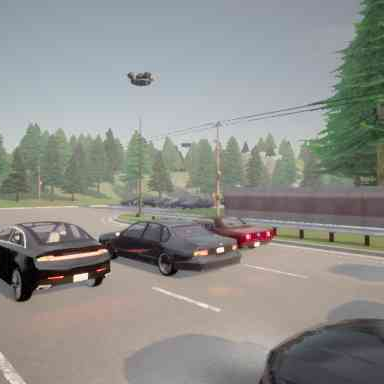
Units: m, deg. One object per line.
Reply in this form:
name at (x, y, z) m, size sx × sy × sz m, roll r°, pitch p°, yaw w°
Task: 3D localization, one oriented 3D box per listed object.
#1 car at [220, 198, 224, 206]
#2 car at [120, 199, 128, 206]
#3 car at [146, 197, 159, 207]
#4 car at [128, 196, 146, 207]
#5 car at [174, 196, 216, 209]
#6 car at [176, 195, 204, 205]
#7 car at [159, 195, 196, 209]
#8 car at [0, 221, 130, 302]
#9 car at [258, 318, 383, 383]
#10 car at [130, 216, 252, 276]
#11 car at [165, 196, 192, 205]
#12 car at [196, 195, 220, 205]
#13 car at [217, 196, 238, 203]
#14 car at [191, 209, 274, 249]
car at (6.758, 1.546, 54.320) m, size 5.357 × 1.411 × 2.033 m, roll 0°, pitch 0°, yaw -43°
car at (-9.286, 1.503, 53.725) m, size 4.892 × 1.490 × 1.837 m, roll 0°, pitch 0°, yaw -43°
car at (-4.132, 1.562, 48.961) m, size 4.181 × 1.385 × 1.994 m, roll 0°, pitch 0°, yaw -43°
car at (-6.806, 1.490, 51.254) m, size 4.902 × 1.511 × 2.128 m, roll 0°, pitch 0°, yaw -43°
car at (0.694, 1.546, 43.891) m, size 5.357 × 1.411 × 2.033 m, roll 0°, pitch 0°, yaw -43°
car at (-0.306, 1.352, 57.298) m, size 4.553 × 1.767 × 2.097 m, roll 0°, pitch 0°, yaw -43°
car at (-1.877, 1.524, 46.260) m, size 4.674 × 1.442 × 1.812 m, roll 0°, pitch 0°, yaw -42°
car at (-3.874, 1.491, 8.412) m, size 2.128 × 1.511 × 4.902 m, roll 0°, pitch 0°, yaw -43°
car at (2.610, 1.505, 1.669) m, size 1.837 × 1.490 × 4.892 m, roll 0°, pitch 0°, yaw -43°
car at (-0.982, 1.547, 10.435) m, size 2.033 × 1.411 × 5.357 m, roll 0°, pitch 0°, yaw -43°
car at (-2.419, 1.501, 60.104) m, size 4.892 × 1.490 × 1.837 m, roll -1°, pitch 1°, yaw -43°
car at (2.023, 1.562, 54.686) m, size 4.181 × 1.385 × 1.994 m, roll 0°, pitch 0°, yaw -43°
car at (7.403, 1.599, 69.136) m, size 4.718 × 1.301 × 1.895 m, roll 0°, pitch 0°, yaw -43°
car at (0.834, 1.600, 13.631) m, size 1.895 × 1.301 × 4.718 m, roll 0°, pitch 0°, yaw -43°
